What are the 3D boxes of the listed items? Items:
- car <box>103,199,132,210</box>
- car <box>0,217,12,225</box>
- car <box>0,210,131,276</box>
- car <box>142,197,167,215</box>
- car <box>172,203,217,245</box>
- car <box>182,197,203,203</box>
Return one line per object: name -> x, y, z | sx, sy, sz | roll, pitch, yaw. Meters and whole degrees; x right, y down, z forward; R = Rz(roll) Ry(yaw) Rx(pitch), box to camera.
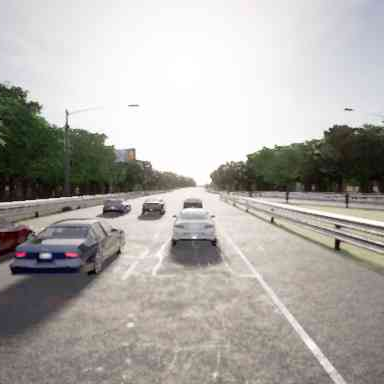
car -> -6.915, 1.306, 31.012 | 1.994, 1.385, 4.181 | 0, 1, 0
car -> -6.904, 1.447, 10.659 | 1.882, 1.535, 5.008 | 0, 0, 0
car -> -3.406, 1.519, 10.247 | 2.033, 1.411, 5.357 | 0, 0, 0
car -> -3.416, 1.241, 30.483 | 2.128, 1.511, 4.902 | 0, 1, 0
car -> 0.092, 1.465, 15.022 | 1.812, 1.442, 4.674 | 0, 0, 0
car -> 0.084, 1.202, 32.123 | 1.882, 1.535, 5.008 | 0, 1, 0
